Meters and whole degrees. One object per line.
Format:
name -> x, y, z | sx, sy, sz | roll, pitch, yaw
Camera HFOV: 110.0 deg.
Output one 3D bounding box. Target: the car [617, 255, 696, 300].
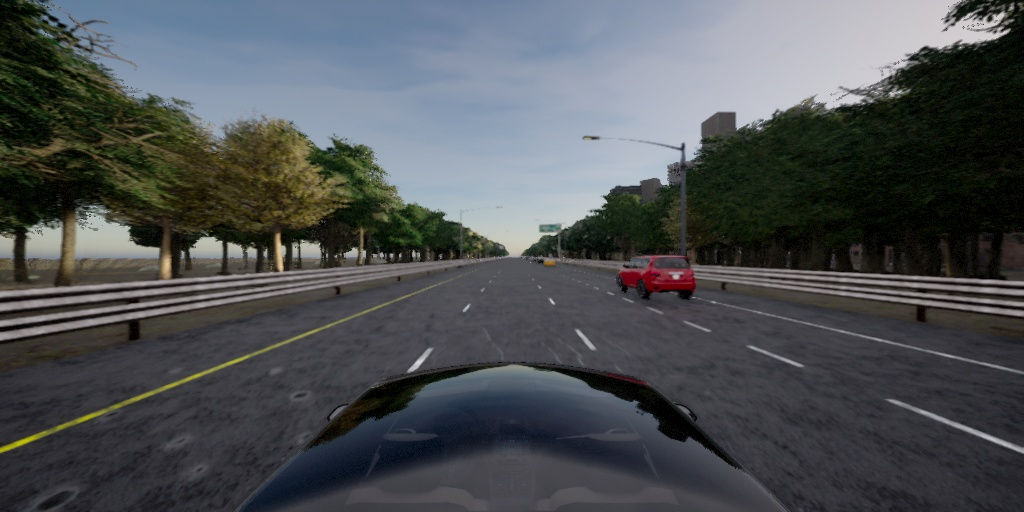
car -> 7.015, 0.983, 18.007 | 2.150, 2.045, 5.566 | 0, 0, 0
